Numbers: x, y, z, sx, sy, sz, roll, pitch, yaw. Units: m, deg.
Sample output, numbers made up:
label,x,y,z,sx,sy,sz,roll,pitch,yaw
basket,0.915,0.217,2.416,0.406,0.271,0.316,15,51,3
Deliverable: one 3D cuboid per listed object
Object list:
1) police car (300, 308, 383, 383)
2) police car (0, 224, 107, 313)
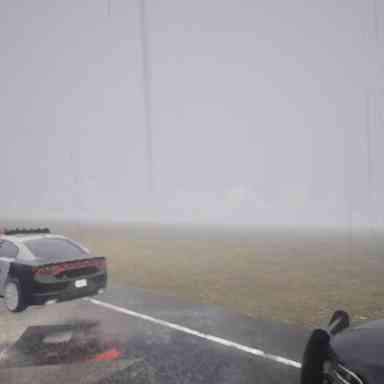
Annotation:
label,x,y,z,sx,sy,sz,roll,pitch,yaw
police car,3.513,1.594,2.379,5.238,1.638,1.930,-1,-3,38
police car,-4.325,1.734,8.535,5.238,1.638,1.930,-1,-3,38
